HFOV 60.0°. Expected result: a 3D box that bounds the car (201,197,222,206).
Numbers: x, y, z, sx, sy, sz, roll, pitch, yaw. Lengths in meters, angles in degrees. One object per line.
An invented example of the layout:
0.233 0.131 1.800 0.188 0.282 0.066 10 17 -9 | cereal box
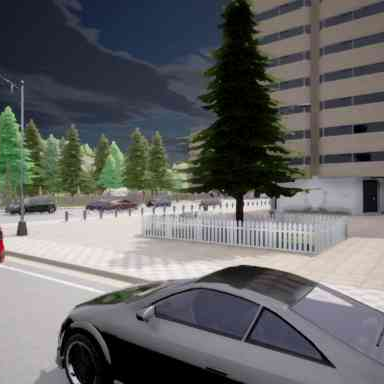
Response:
3.224 1.562 54.453 1.994 1.385 4.181 0 0 35 | car

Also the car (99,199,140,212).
-8.053 1.524 38.630 1.812 1.442 4.674 0 0 35 | car

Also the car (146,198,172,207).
-4.923 1.562 49.362 1.994 1.385 4.181 0 0 36 | car

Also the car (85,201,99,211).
-10.612 1.546 41.391 2.033 1.411 5.357 0 0 35 | car

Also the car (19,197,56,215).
-16.187 1.350 33.554 2.097 1.767 4.553 0 0 35 | car

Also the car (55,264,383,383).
0.373 1.564 3.726 4.181 1.385 1.994 0 0 35 | car

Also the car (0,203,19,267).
-7.317 1.221 9.157 5.566 2.045 2.150 0 0 36 | car
